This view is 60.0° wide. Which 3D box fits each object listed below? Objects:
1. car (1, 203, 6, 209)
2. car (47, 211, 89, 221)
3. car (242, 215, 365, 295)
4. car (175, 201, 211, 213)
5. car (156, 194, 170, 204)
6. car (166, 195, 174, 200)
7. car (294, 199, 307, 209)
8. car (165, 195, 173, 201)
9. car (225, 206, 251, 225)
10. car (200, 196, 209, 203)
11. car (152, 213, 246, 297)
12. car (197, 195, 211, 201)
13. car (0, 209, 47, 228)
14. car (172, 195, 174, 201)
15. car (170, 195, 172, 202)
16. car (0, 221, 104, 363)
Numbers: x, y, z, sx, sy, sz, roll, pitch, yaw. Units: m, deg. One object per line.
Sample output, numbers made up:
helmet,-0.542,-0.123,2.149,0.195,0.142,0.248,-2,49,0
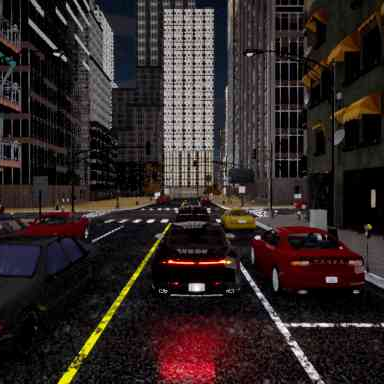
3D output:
car,-23.921,1.744,38.386,4.097,1.590,1.967,-1,1,-1
car,-5.725,1.542,14.110,1.887,1.381,4.507,-1,0,0
car,2.666,1.543,8.589,1.887,1.381,4.507,-1,0,0
car,0.061,1.475,18.791,1.882,1.535,5.008,0,0,0
car,-5.818,1.540,63.147,1.887,1.381,4.507,-1,0,0
car,-5.871,1.541,90.944,1.887,1.381,4.507,-1,0,0
car,14.178,1.254,38.782,4.507,1.381,1.887,-1,1,-1
car,-5.861,1.521,85.215,1.752,1.417,4.829,-1,0,0
car,2.644,1.522,19.805,1.752,1.417,4.829,-1,0,0
car,2.551,1.520,68.891,1.752,1.417,4.829,-1,0,0
car,0.082,1.503,8.518,1.837,1.490,4.892,0,0,0
car,2.561,1.435,63.161,1.967,1.590,4.097,-1,0,0
car,-5.716,1.439,8.586,1.967,1.590,4.097,-1,0,0
car,-5.842,1.311,74.266,2.192,1.841,5.009,-1,0,0
car,-5.831,1.310,68.707,2.192,1.841,5.009,-1,0,0
car,-3.106,1.546,6.172,2.033,1.411,5.357,0,0,0
